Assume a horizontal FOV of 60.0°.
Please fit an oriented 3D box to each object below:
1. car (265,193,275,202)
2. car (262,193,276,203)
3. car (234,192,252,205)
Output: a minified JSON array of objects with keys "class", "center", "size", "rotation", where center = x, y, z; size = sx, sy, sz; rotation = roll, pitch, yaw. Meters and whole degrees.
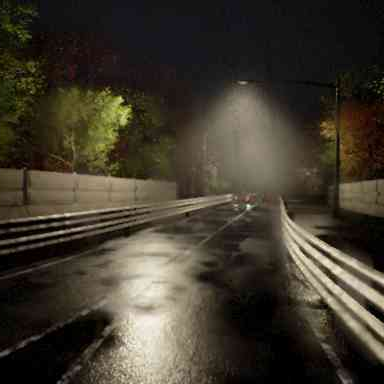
[{"class":"car","center":[14.502,0.967,61.615],"size":[1.812,1.442,4.674],"rotation":[1,0,14]},{"class":"car","center":[11.925,0.938,51.628],"size":[1.882,1.535,5.008],"rotation":[1,0,14]},{"class":"car","center":[7.148,0.801,46.403],"size":[2.097,1.767,4.553],"rotation":[1,1,15]}]
